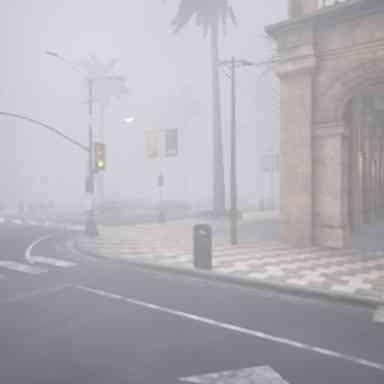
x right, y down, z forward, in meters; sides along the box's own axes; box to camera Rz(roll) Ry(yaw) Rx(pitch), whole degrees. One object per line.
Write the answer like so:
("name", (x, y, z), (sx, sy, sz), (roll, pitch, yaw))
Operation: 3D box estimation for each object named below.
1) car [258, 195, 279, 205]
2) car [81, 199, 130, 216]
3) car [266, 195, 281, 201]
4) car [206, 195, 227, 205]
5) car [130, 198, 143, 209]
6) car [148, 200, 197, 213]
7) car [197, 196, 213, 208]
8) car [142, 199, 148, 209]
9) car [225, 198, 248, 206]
("car", (13.447, 1.639, 59.339), (1.994, 1.385, 4.181), (0, 0, 35))
("car", (-9.076, 1.592, 34.244), (1.837, 1.490, 4.892), (0, 0, 36))
("car", (21.691, 1.589, 88.805), (2.231, 1.521, 4.892), (0, 0, 35))
("car", (4.810, 1.462, 64.765), (2.185, 1.767, 4.553), (0, 0, 35))
("car", (-8.038, 1.621, 46.991), (2.161, 1.482, 4.786), (0, 0, 35))
("car", (-2.101, 1.622, 37.615), (2.033, 1.411, 5.357), (0, 0, 36))
("car", (2.111, 1.439, 49.805), (2.097, 1.767, 4.553), (0, 0, 36))
("car", (-3.668, 1.688, 41.773), (1.895, 1.301, 4.718), (0, 0, 36))
("car", (7.966, 1.687, 57.894), (1.895, 1.301, 4.718), (0, 0, 36))
